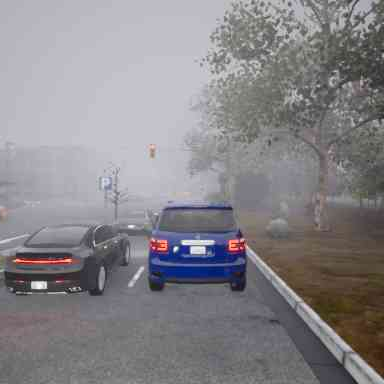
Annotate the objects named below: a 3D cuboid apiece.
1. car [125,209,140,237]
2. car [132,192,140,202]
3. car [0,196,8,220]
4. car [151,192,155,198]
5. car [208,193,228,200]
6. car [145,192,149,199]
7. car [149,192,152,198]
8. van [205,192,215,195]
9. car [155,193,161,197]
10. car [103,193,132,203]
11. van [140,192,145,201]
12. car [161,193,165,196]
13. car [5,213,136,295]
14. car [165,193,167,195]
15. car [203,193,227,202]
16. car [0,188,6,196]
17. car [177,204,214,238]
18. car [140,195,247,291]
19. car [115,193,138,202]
[{"bbox_3d":[-2.816,1.589,17.588,1.994,1.385,4.181,0,0,1],"label":"car"},{"bbox_3d":[-13.696,1.316,65.931,5.366,1.575,1.946,-1,0,-15],"label":"car"},{"bbox_3d":[-16.588,1.404,25.137,4.553,1.767,2.185,-1,0,-19],"label":"car"},{"bbox_3d":[-12.141,1.359,80.888,4.674,1.452,2.002,-1,0,-13],"label":"car"},{"bbox_3d":[6.589,1.130,83.170,4.553,1.767,2.185,1,0,-12],"label":"car"},{"bbox_3d":[-12.895,1.322,74.893,4.892,1.521,2.231,-1,0,-13],"label":"car"},{"bbox_3d":[-12.517,1.360,77.887,4.674,1.452,2.002,-1,0,-13],"label":"car"},{"bbox_3d":[4.386,1.043,65.505,4.442,1.987,1.878,1,0,-14],"label":"van"},{"bbox_3d":[-11.316,1.358,86.869,4.674,1.452,2.002,-1,0,-12],"label":"car"},{"bbox_3d":[-14.345,1.358,62.940,4.792,1.488,2.163,-1,0,-15],"label":"car"},{"bbox_3d":[-13.127,1.093,71.922,4.442,1.987,1.878,-1,0,-14],"label":"van"},{"bbox_3d":[-10.861,1.065,89.875,5.566,2.045,2.435,-1,0,-12],"label":"car"},{"bbox_3d":[-2.877,1.515,8.702,1.837,1.490,4.892,0,0,0],"label":"car"},{"bbox_3d":[-10.435,1.316,92.853,5.008,1.535,2.097,-1,0,-11],"label":"car"},{"bbox_3d":[4.775,1.142,68.474,4.553,1.767,2.185,1,0,-14],"label":"car"},{"bbox_3d":[-31.080,0.137,53.834,2.002,1.452,4.674,6,-3,-19],"label":"car"},{"bbox_3d":[0.202,1.531,19.046,1.837,1.490,4.892,0,0,0],"label":"car"},{"bbox_3d":[0.126,1.233,9.187,2.150,2.045,5.566,0,0,0],"label":"car"},{"bbox_3d":[-13.598,1.196,68.883,4.553,1.767,2.185,-1,0,-14],"label":"car"}]
